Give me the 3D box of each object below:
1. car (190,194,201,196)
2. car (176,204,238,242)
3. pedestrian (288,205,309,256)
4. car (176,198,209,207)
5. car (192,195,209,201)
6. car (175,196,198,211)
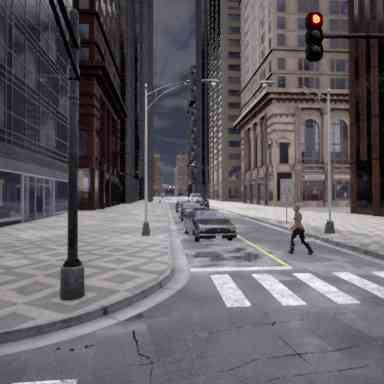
[{"bbox_3d":[0.554,1.312,58.482,2.150,2.045,5.566,0,0,-5],"label":"car"},{"bbox_3d":[0.699,1.563,16.927,2.033,1.411,5.357,0,0,-10],"label":"car"},{"bbox_3d":[3.760,1.302,11.750,0.375,1.860,0.375,1,-1,-5],"label":"pedestrian"},{"bbox_3d":[-0.088,1.534,27.153,1.837,1.490,4.892,0,0,-5],"label":"car"},{"bbox_3d":[1.400,1.571,48.105,1.837,1.490,4.892,0,0,-5],"label":"car"},{"bbox_3d":[-0.920,1.538,37.438,2.128,1.511,4.902,0,0,-5],"label":"car"}]
